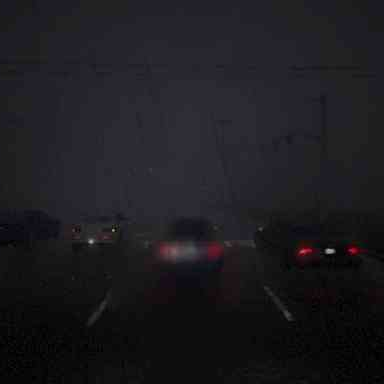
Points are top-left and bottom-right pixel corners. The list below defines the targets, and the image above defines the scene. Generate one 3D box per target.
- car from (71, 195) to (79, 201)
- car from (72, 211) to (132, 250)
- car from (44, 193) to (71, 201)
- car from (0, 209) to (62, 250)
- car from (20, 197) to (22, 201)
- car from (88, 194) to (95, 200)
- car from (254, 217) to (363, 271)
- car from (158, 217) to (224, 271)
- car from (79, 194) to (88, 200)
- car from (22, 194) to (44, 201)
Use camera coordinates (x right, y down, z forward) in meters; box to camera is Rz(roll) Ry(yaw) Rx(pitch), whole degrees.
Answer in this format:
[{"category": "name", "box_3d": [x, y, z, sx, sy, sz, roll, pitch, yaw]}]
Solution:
[{"category": "car", "box_3d": [-31.061, 1.562, 82.993, 4.718, 1.301, 1.895, 0, 0, 32]}, {"category": "car", "box_3d": [-3.715, 1.519, 14.239, 1.812, 1.442, 4.674, 0, 0, -2]}, {"category": "car", "box_3d": [-32.291, 1.193, 79.593, 5.566, 2.045, 2.150, 0, 0, 35]}, {"category": "car", "box_3d": [-7.227, 1.471, 14.365, 1.882, 1.535, 5.008, 0, 0, -3]}, {"category": "car", "box_3d": [-41.638, 1.389, 84.617, 5.008, 1.535, 1.882, 0, 0, 18]}, {"category": "car", "box_3d": [-28.329, 1.319, 89.569, 4.553, 1.767, 2.097, 0, 0, 32]}, {"category": "car", "box_3d": [3.420, 1.543, 10.895, 2.033, 1.411, 5.357, 0, 0, -1]}, {"category": "car", "box_3d": [-0.078, 1.543, 10.892, 2.033, 1.411, 5.357, 0, 0, -1]}, {"category": "car", "box_3d": [-29.829, 1.518, 86.360, 4.181, 1.385, 1.994, 0, 0, 32]}, {"category": "car", "box_3d": [-37.298, 1.323, 78.647, 4.553, 1.767, 2.097, 0, 0, 28]}]
